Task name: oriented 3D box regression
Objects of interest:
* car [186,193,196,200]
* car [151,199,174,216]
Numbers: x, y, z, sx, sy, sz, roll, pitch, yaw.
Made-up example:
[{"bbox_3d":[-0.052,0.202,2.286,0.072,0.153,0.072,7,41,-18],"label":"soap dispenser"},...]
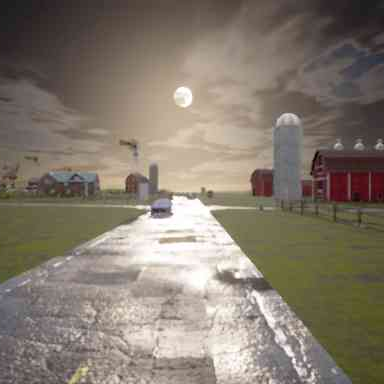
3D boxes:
[{"bbox_3d":[0.005,1.300,90.565,2.128,1.511,4.902,0,0,-2],"label":"car"},{"bbox_3d":[-2.786,1.396,31.822,1.882,1.535,5.008,0,0,1],"label":"car"}]
